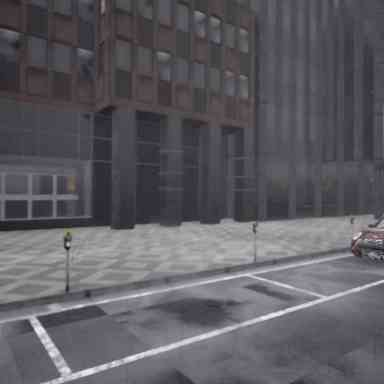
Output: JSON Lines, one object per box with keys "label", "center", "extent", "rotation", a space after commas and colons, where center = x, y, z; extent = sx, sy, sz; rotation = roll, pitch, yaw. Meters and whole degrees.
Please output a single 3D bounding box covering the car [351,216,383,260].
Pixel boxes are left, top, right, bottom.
{"label": "car", "center": [7.565, 1.555, 12.051], "extent": [4.097, 1.590, 1.967], "rotation": [1, 0, -36]}
